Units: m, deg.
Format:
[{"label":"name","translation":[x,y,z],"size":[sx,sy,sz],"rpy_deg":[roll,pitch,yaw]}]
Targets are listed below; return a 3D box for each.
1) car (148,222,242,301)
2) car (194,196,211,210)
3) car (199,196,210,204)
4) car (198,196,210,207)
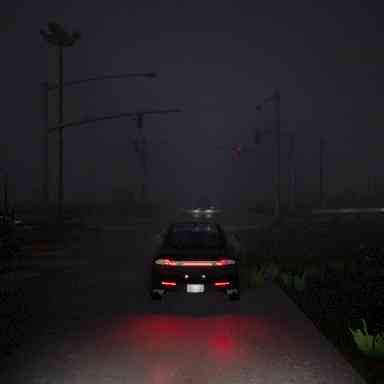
[{"label":"car","translation":[0.080,1.492,8.314],"size":[2.128,1.511,4.902],"rpy_deg":[0,0,0]},{"label":"car","translation":[1.429,1.491,42.899],"size":[1.812,1.442,4.674],"rpy_deg":[0,0,3]},{"label":"car","translation":[2.435,1.529,62.049],"size":[1.994,1.385,4.181],"rpy_deg":[0,0,3]},{"label":"car","translation":[1.902,1.443,52.107],"size":[1.882,1.535,5.008],"rpy_deg":[0,0,3]}]
